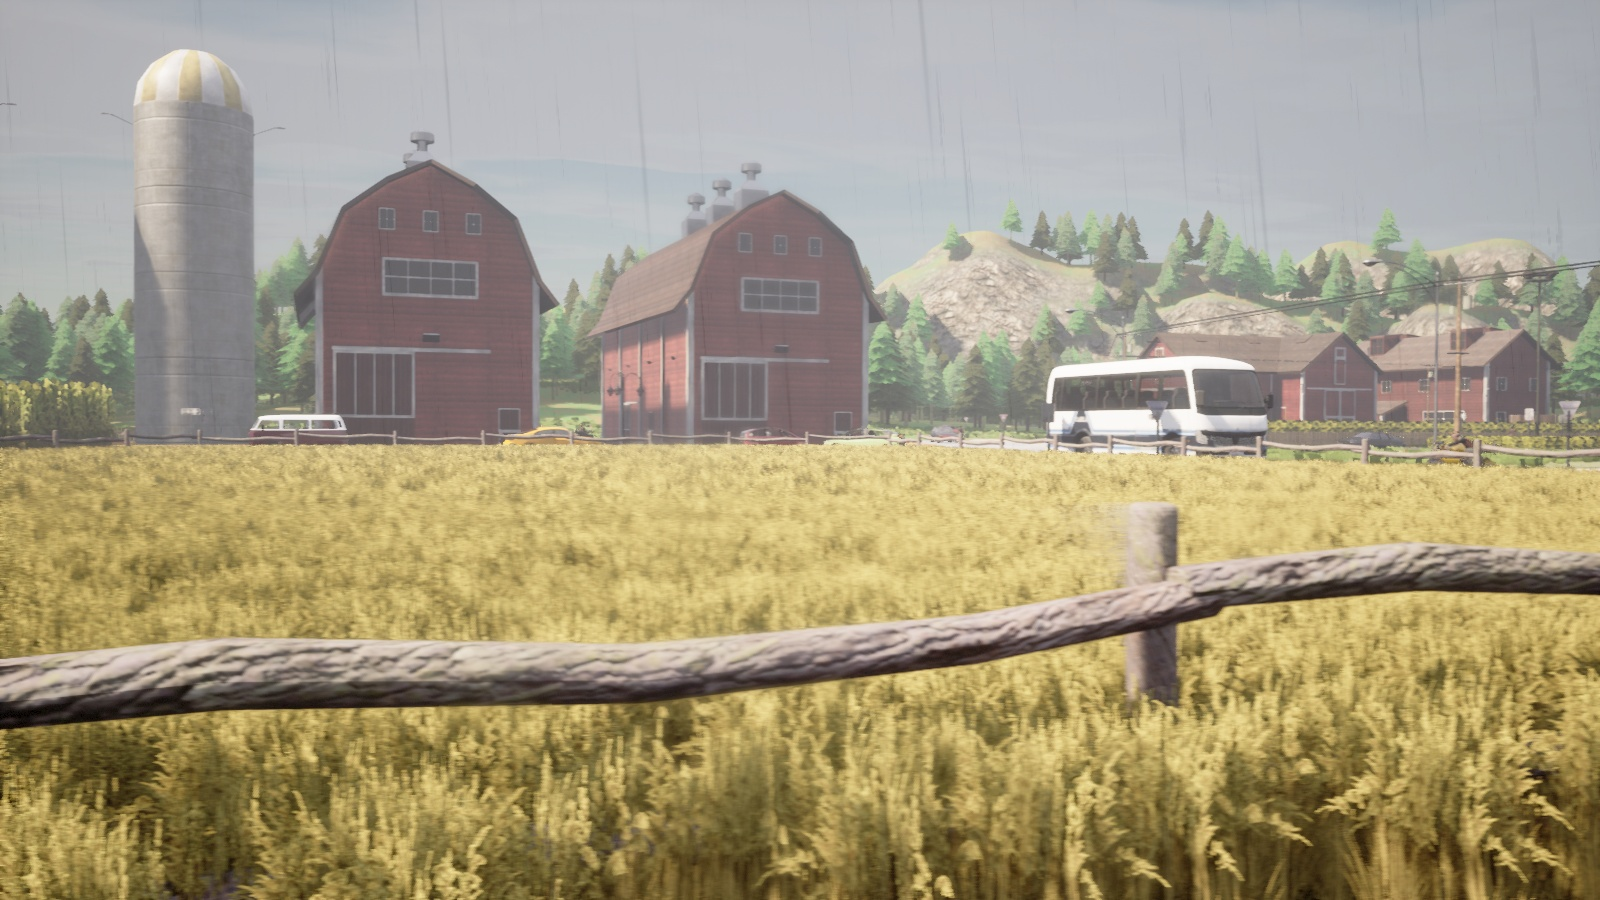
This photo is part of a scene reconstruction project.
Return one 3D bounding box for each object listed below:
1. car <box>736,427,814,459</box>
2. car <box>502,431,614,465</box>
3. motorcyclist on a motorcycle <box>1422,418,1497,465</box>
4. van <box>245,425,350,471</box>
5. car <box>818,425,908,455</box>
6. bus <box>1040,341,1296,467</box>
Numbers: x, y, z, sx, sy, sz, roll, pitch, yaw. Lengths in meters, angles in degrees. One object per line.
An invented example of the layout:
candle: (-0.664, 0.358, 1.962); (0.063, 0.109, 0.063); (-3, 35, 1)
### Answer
car: (-1.311, -0.365, 64.973); (3.705, 1.549, 1.789); (-1, 1, -16)
car: (-11.681, -0.112, 60.719); (5.008, 1.535, 1.882); (-1, 1, -24)
motorcyclist on a motorcycle: (21.876, -0.265, 41.701); (2.191, 1.530, 0.866); (0, -1, 26)
van: (-23.675, -0.137, 59.165); (4.480, 2.038, 2.069); (-1, 1, -24)
car: (3.451, -0.548, 68.601); (4.514, 1.525, 2.007); (-1, 1, 18)
bus: (13.690, -1.658, 48.117); (3.944, 4.253, 10.273); (-1, 1, -21)
